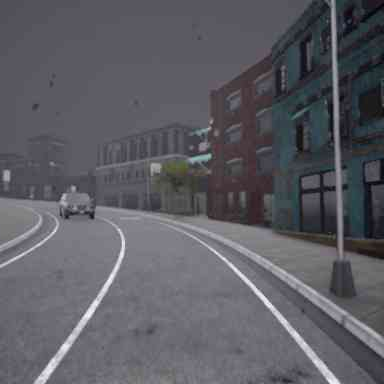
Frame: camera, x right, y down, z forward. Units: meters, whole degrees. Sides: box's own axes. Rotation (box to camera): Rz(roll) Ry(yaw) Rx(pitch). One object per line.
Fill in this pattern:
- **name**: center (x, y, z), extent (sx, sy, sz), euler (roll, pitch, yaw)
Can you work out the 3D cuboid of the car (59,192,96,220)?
- **car**: center (-9.244, 1.052, 26.645), extent (2.150, 2.045, 5.566), euler (2, 0, -27)
